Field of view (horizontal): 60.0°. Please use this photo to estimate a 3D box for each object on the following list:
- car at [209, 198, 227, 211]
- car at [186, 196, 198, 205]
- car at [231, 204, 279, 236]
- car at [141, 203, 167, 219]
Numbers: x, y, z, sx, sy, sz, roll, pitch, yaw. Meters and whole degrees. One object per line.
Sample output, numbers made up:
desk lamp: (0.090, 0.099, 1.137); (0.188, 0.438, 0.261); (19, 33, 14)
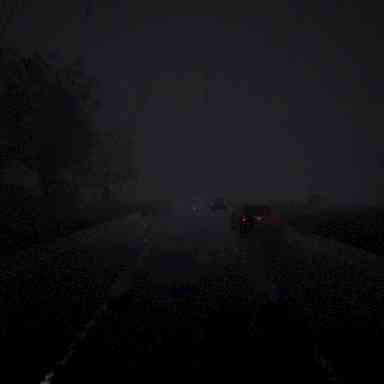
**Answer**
car: (3.477, 1.594, 45.327); (2.097, 1.767, 4.553); (0, 0, 0)
car: (-0.185, 1.903, 67.731); (1.812, 1.442, 4.674); (0, 0, 3)
car: (3.489, 1.448, 19.245); (2.097, 1.767, 4.553); (0, 0, 0)
car: (-3.480, 1.748, 31.050); (1.994, 1.385, 4.181); (0, 0, 1)
